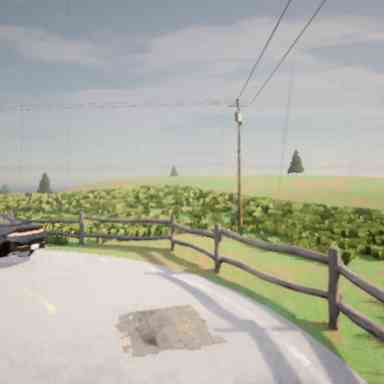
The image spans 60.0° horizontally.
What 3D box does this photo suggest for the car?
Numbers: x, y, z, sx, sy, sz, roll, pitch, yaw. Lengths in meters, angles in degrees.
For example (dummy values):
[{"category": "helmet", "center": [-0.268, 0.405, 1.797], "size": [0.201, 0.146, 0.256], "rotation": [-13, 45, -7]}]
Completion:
[{"category": "car", "center": [-7.098, 1.429, 10.564], "size": [4.902, 1.511, 2.128], "rotation": [0, 0, 13]}]
